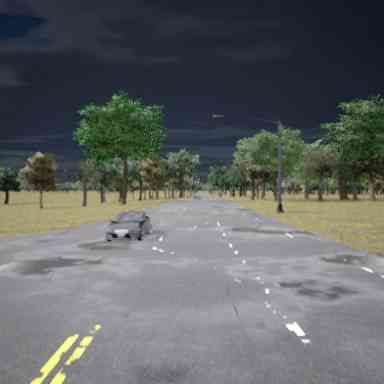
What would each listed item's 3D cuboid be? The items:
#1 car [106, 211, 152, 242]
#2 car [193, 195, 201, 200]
[{"bbox_3d":[-3.419,1.830,18.639,2.128,1.511,4.902,-1,0,1],"label":"car"},{"bbox_3d":[1.408,1.520,95.292,1.994,1.385,4.181,0,0,8],"label":"car"}]
